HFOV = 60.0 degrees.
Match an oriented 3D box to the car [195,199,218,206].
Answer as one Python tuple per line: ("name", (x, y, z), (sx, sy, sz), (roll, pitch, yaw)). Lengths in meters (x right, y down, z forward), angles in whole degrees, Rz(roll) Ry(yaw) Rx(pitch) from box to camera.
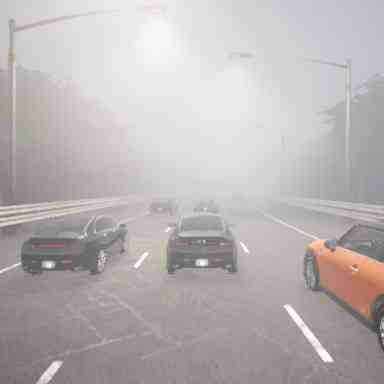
("car", (1.190, 1.235, 27.847), (1.994, 1.385, 4.181), (0, 1, 4))

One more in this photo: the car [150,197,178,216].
("car", (-2.297, 1.140, 28.185), (1.882, 1.535, 5.008), (0, 1, 4))

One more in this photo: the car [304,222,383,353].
("car", (3.577, 1.286, 5.789), (2.097, 1.767, 4.553), (0, 1, 1))

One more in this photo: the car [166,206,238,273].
("car", (0.295, 1.383, 10.214), (1.837, 1.490, 4.892), (0, 1, 1))

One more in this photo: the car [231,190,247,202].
("car", (7.392, 0.702, 54.262), (2.097, 1.767, 4.553), (0, 1, 8))

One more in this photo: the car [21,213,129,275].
("car", (-3.212, 1.382, 10.014), (1.837, 1.490, 4.892), (0, 1, 1))
